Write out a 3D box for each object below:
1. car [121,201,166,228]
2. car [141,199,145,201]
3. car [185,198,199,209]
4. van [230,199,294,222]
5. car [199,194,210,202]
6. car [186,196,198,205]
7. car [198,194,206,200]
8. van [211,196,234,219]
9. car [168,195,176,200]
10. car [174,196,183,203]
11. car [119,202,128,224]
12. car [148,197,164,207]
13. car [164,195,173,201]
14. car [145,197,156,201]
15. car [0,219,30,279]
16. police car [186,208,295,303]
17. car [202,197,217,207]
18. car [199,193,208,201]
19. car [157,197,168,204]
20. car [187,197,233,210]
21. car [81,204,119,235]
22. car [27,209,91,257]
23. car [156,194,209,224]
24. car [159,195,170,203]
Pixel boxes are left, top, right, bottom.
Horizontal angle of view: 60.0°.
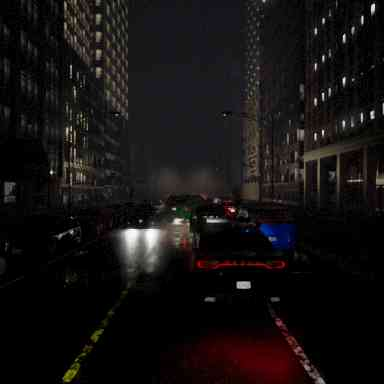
[{"bbox_3d":[-3.082,1.559,21.977,1.994,1.385,4.181,0,0,0],"label":"car"},{"bbox_3d":[-5.673,1.575,30.009,1.802,1.307,4.206,-1,0,0],"label":"car"},{"bbox_3d":[0.055,1.590,46.021,1.895,1.301,4.718,0,0,1],"label":"car"},{"bbox_3d":[2.691,1.338,12.951,1.690,1.788,3.998,-1,0,0],"label":"van"},{"bbox_3d":[2.743,1.296,75.471,2.192,1.841,5.009,-1,0,0],"label":"car"},{"bbox_3d":[0.049,1.477,59.310,2.128,1.511,4.902,0,0,0],"label":"car"},{"bbox_3d":[2.759,1.414,92.522,1.967,1.590,4.097,-1,0,0],"label":"car"},{"bbox_3d":[2.705,1.334,30.002,1.690,1.788,3.998,-1,0,0],"label":"van"},{"bbox_3d":[-5.621,1.540,92.529,1.947,1.339,4.313,-1,0,0],"label":"car"},{"bbox_3d":[-2.940,1.507,71.603,1.812,1.442,4.674,0,0,0],"label":"car"},{"bbox_3d":[-5.679,1.545,24.325,2.008,1.369,4.403,-1,0,0],"label":"car"},{"bbox_3d":[-5.654,1.538,52.743,2.008,1.369,4.403,-1,0,0],"label":"car"},{"bbox_3d":[-5.630,1.504,80.992,1.752,1.417,4.829,-1,0,0],"label":"car"},{"bbox_3d":[-5.664,1.541,41.376,2.008,1.369,4.403,-1,0,0],"label":"car"},{"bbox_3d":[-5.693,1.549,7.274,2.008,1.369,4.403,-1,0,0],"label":"car"},{"bbox_3d":[0.906,1.423,8.409,1.930,1.638,5.238,0,0,0],"label":"police car"},{"bbox_3d":[2.726,1.538,52.736,2.008,1.369,4.403,-1,0,0],"label":"car"},{"bbox_3d":[2.748,1.294,81.155,2.192,1.841,5.009,-1,0,0],"label":"car"},{"bbox_3d":[-5.645,1.566,64.111,1.802,1.307,4.206,-1,0,0],"label":"car"},{"bbox_3d":[0.913,1.347,18.269,2.097,1.767,4.553,0,0,0],"label":"car"},{"bbox_3d":[-5.683,1.540,18.642,1.887,1.381,4.507,-1,0,0],"label":"car"},{"bbox_3d":[-5.688,1.563,12.958,1.947,1.339,4.313,-1,0,0],"label":"car"},{"bbox_3d":[-0.123,1.214,24.684,2.150,2.045,5.566,-1,0,24],"label":"car"},{"bbox_3d":[-5.641,1.422,69.794,1.967,1.590,4.097,-1,0,0],"label":"car"}]
